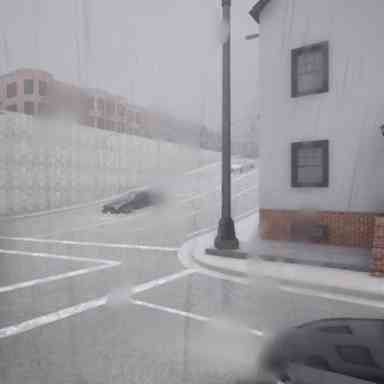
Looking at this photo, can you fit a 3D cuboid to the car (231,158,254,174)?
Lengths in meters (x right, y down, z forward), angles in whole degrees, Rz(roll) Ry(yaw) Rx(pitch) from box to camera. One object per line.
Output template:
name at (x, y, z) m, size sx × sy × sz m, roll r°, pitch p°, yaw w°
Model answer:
car at (5.635, -3.126, 38.721) m, size 1.812 × 1.442 × 4.674 m, roll 0°, pitch 14°, yaw 35°

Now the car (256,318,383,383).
car at (2.686, 1.526, 2.055) m, size 4.674 × 1.442 × 1.812 m, roll 0°, pitch 0°, yaw 36°

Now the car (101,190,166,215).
car at (-4.190, 0.654, 24.776) m, size 2.033 × 1.411 × 5.357 m, roll 0°, pitch 8°, yaw 35°
